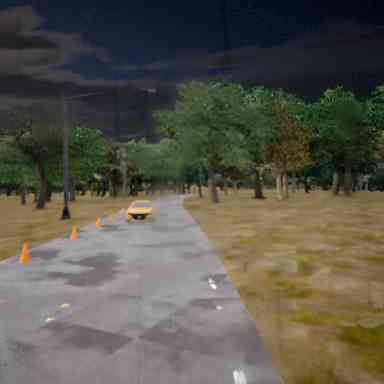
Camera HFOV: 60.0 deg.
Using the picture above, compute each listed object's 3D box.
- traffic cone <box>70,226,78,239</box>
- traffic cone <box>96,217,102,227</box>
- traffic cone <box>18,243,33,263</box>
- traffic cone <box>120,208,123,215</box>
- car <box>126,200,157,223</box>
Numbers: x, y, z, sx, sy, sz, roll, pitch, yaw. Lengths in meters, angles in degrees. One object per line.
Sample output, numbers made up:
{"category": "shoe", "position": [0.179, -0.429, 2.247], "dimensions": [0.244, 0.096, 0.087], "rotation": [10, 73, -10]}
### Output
{"category": "traffic cone", "position": [-5.478, 1.879, 15.502], "dimensions": [0.340, 0.580, 0.340], "rotation": [0, 0, -3]}
{"category": "traffic cone", "position": [-5.742, 1.844, 20.458], "dimensions": [0.340, 0.580, 0.340], "rotation": [0, 0, -3]}
{"category": "traffic cone", "position": [-5.282, 1.909, 10.543], "dimensions": [0.340, 0.580, 0.340], "rotation": [0, 0, -2]}
{"category": "traffic cone", "position": [-6.430, 1.759, 30.404], "dimensions": [0.340, 0.580, 0.340], "rotation": [0, 1, -4]}
{"category": "car", "position": [-3.595, 1.332, 24.125], "dimensions": [1.882, 1.535, 5.008], "rotation": [0, 0, -4]}
